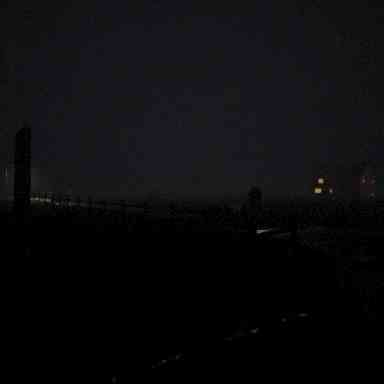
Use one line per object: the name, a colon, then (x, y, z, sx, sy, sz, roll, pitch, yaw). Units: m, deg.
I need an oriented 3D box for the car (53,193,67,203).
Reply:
car: (-20.735, 0.900, 52.189, 2.128, 1.511, 4.902, 1, 0, -36)

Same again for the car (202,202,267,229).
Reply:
car: (2.469, 1.377, 20.612, 1.812, 1.442, 4.674, 1, 0, -36)
